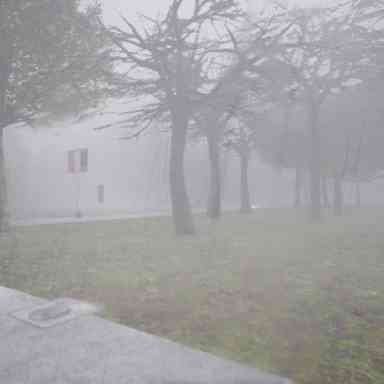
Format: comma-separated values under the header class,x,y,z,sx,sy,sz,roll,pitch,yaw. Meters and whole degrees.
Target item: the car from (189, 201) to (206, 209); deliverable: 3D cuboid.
class,x,y,z,sx,sy,sz,roll,pitch,yaw
car,0.451,2.299,61.275,2.033,1.411,5.357,-2,-2,36
